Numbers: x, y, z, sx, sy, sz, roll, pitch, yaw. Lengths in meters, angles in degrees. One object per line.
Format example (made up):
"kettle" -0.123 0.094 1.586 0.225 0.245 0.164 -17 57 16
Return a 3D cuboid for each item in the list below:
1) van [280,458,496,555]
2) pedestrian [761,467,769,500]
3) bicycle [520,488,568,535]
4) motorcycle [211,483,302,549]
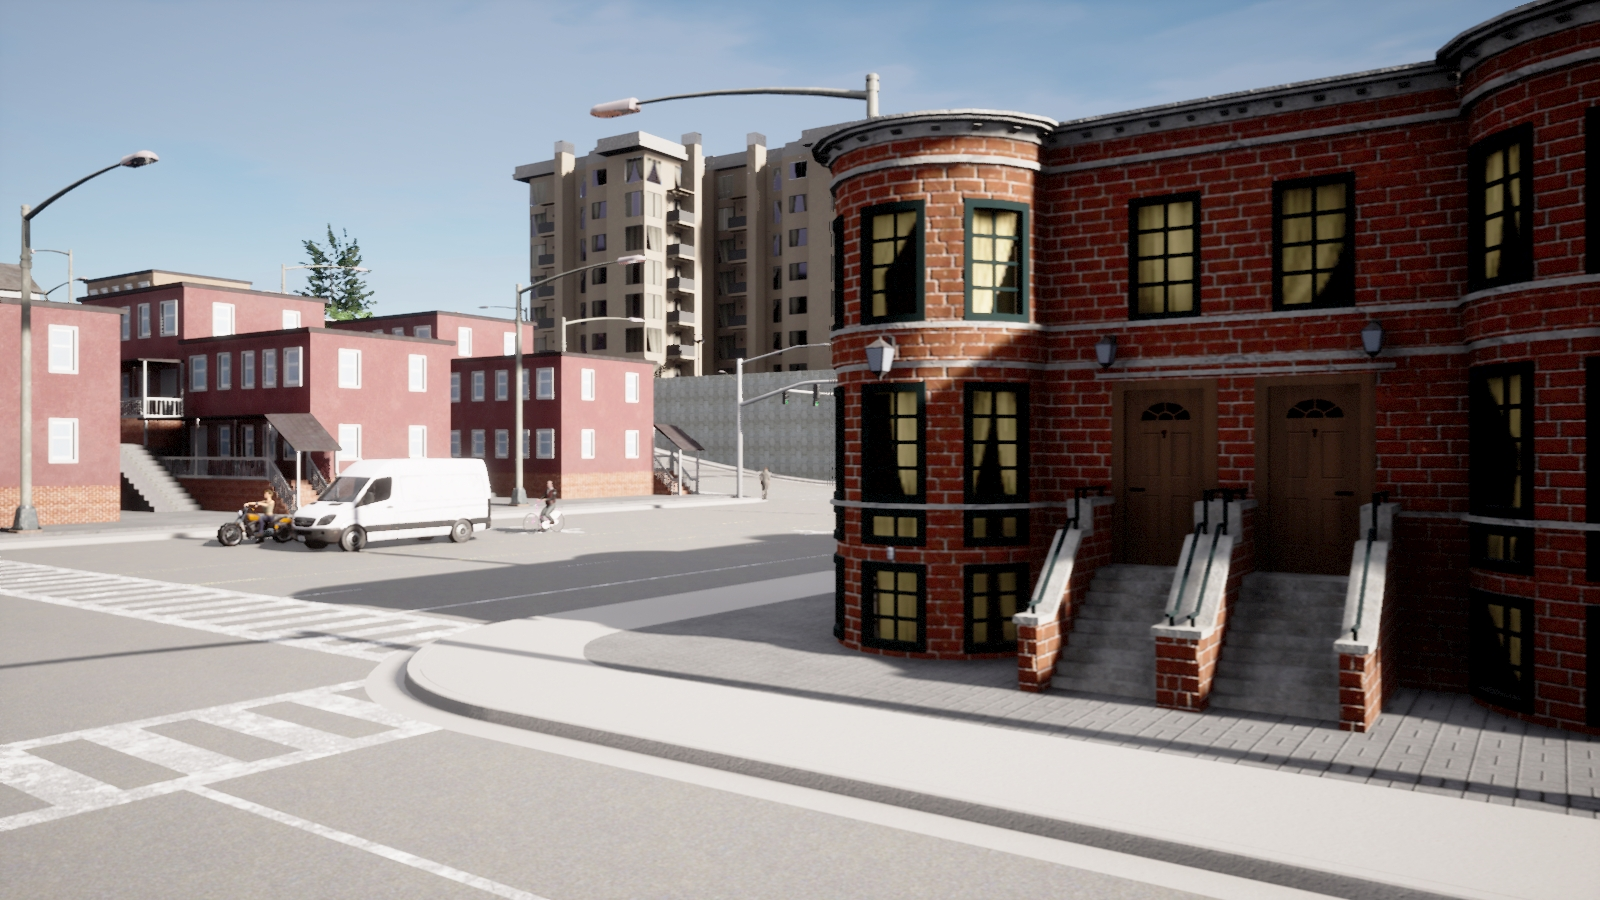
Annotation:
"van" -11.976 1.552 33.690 1.988 2.561 5.915 0 0 35
"pedestrian" -1.985 1.872 64.461 0.375 1.860 0.375 0 0 10
"bicycle" -8.604 2.064 38.486 0.329 1.496 1.835 -1 0 35
"motorcycle" -16.101 1.927 33.912 0.764 1.802 2.356 0 0 35
